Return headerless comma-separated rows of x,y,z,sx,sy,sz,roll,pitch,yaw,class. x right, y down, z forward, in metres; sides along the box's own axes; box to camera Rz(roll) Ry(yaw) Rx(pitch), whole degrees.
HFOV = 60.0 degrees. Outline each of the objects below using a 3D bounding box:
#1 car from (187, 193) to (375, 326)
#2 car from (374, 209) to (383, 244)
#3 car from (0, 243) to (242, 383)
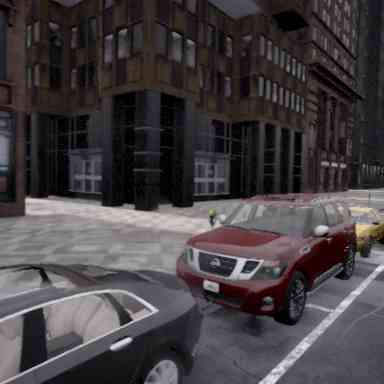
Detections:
1.885,1.003,6.818,2.192,1.841,5.009,4,4,39,car
5.340,1.083,11.035,1.752,1.417,4.829,4,4,39,car
-1.689,1.372,2.491,2.008,1.369,4.403,4,4,39,car
